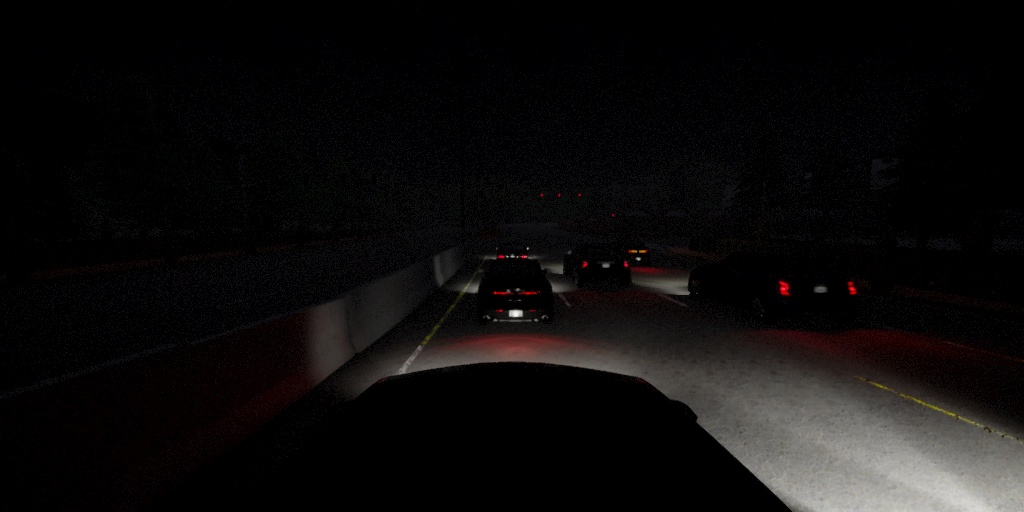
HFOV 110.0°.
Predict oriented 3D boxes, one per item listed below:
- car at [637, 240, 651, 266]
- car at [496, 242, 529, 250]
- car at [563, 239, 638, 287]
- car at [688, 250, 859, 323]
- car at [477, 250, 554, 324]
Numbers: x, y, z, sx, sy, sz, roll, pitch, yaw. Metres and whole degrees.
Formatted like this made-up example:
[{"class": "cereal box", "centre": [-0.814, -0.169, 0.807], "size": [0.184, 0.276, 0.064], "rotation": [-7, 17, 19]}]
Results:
[{"class": "car", "centre": [7.014, -0.313, 22.289], "size": [1.837, 1.490, 4.892], "rotation": [0, 6, 0]}, {"class": "car", "centre": [0.020, -0.141, 20.960], "size": [2.033, 1.411, 5.357], "rotation": [0, 6, 0]}, {"class": "car", "centre": [3.546, 0.185, 15.686], "size": [2.097, 1.767, 4.553], "rotation": [0, 5, 0]}, {"class": "car", "centre": [7.070, 0.635, 10.346], "size": [2.097, 1.767, 4.553], "rotation": [0, 4, 0]}, {"class": "car", "centre": [0.073, 0.804, 10.125], "size": [1.837, 1.490, 4.892], "rotation": [0, 4, 0]}]
